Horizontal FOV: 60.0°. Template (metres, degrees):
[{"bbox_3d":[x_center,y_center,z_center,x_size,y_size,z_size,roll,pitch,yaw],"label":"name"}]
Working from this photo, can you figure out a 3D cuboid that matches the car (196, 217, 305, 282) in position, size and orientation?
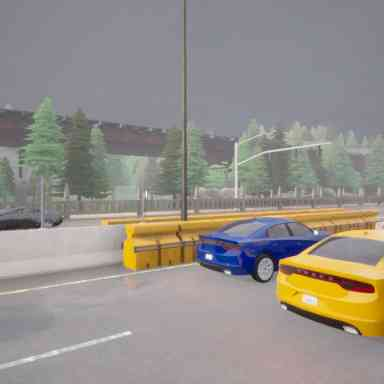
[{"bbox_3d":[2.438,1.477,9.793,5.008,1.535,1.882,0,0,-36],"label":"car"}]

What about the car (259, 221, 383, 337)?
[{"bbox_3d":[3.799,1.477,6.464,5.008,1.535,1.882,0,0,-35],"label":"car"}]
